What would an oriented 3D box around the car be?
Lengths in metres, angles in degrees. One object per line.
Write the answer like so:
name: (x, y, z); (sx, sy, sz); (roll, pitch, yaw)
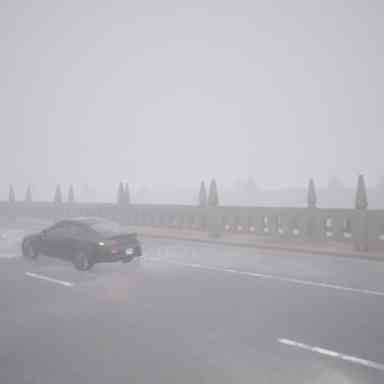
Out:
car: (-3.677, 1.550, 10.909); (4.674, 1.442, 1.812); (0, 0, 35)
